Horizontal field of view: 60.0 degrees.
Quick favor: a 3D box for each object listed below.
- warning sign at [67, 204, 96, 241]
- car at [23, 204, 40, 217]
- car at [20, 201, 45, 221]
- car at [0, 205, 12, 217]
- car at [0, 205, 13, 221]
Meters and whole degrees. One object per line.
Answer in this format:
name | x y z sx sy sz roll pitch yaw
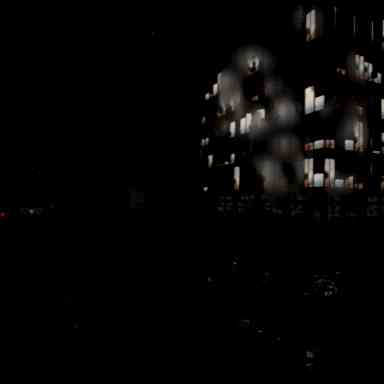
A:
warning sign | -5.861 1.572 17.559 1.300 1.860 1.060 2 -2 -24
car | -22.160 2.493 45.814 1.882 1.535 5.008 2 -2 -27
car | -17.219 2.029 35.850 2.150 2.045 5.566 2 -2 -24
car | -25.021 2.440 44.270 1.812 1.442 4.674 2 -2 -27
car | -20.506 2.326 35.184 1.895 1.301 4.718 2 -2 -25
